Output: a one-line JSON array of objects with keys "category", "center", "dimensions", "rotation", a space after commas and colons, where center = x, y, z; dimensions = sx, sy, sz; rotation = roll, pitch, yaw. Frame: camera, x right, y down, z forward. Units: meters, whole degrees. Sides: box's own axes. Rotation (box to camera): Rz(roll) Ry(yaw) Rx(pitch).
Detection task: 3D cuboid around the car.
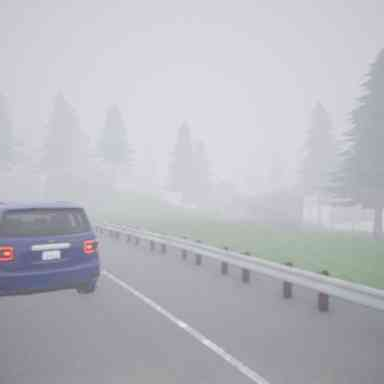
[{"category": "car", "center": [-4.001, 1.240, 8.276], "dimensions": [2.150, 2.045, 5.566], "rotation": [0, 0, -33]}]
